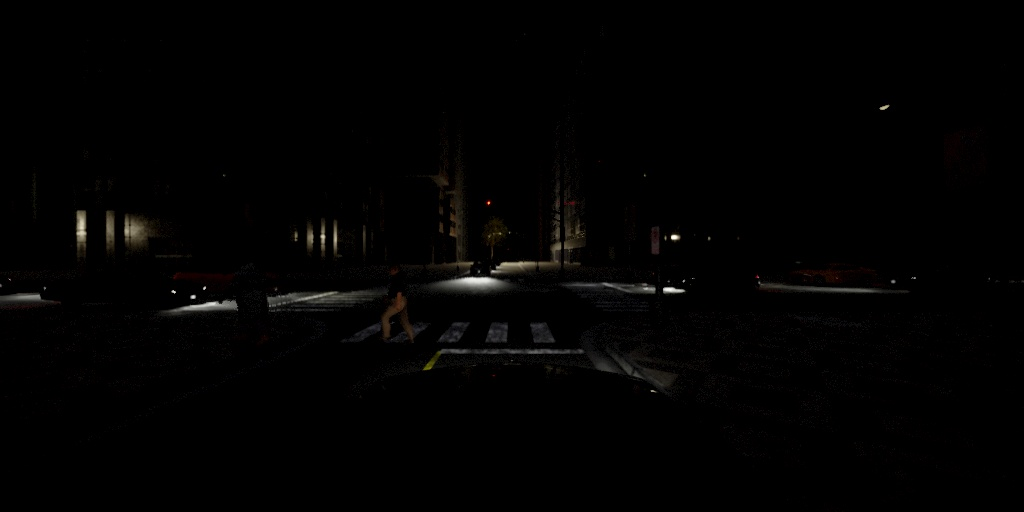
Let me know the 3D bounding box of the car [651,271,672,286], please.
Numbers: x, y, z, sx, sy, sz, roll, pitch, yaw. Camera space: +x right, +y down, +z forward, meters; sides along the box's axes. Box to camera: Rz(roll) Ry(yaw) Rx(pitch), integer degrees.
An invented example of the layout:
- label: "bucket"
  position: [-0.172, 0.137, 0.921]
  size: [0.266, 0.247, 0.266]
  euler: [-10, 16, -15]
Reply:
- label: "car"
  position: [12.078, 1.332, 24.469]
  size: [4.718, 1.301, 1.895]
  euler: [0, 0, 3]

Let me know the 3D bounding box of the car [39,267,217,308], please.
- label: "car"
  position: [-15.644, 1.281, 14.610]
  size: [5.357, 1.411, 2.033]
  euler: [0, 0, 0]

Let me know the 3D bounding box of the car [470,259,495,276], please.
- label: "car"
  position: [-3.111, 1.207, 36.186]
  size: [2.128, 1.511, 4.902]
  euler: [0, 0, 0]

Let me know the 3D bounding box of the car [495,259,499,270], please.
- label: "car"
  position: [-3.141, 1.208, 49.142]
  size: [1.837, 1.490, 4.892]
  euler: [0, 0, 0]

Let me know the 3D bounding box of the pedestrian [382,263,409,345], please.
- label: "pedestrian"
  position: [-2.573, 1.038, 7.936]
  size: [0.375, 1.860, 0.375]
  euler: [0, 0, 0]

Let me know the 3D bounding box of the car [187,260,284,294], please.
- label: "car"
  position: [-13.989, 1.078, 17.855]
  size: [4.553, 1.767, 2.097]
  euler: [0, 0, 0]

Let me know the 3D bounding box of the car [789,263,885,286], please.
- label: "car"
  position: [21.772, 1.221, 24.431]
  size: [5.008, 1.535, 1.882]
  euler: [0, 0, 0]

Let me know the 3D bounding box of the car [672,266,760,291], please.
- label: "car"
  position: [12.169, 1.304, 21.217]
  size: [4.181, 1.385, 1.994]
  euler: [0, 0, 0]

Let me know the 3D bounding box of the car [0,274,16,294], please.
- label: "car"
  position: [-28.045, 1.211, 17.906]
  size: [4.902, 1.511, 2.128]
  euler: [0, 0, 0]

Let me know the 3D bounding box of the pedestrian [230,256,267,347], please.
- label: "pedestrian"
  position: [-5.377, 0.886, 7.332]
  size: [0.375, 1.860, 0.375]
  euler: [0, 0, 0]

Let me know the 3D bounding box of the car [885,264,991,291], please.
- label: "car"
  position: [24.989, 1.247, 21.171]
  size: [4.902, 1.511, 2.128]
  euler: [0, 0, 0]
